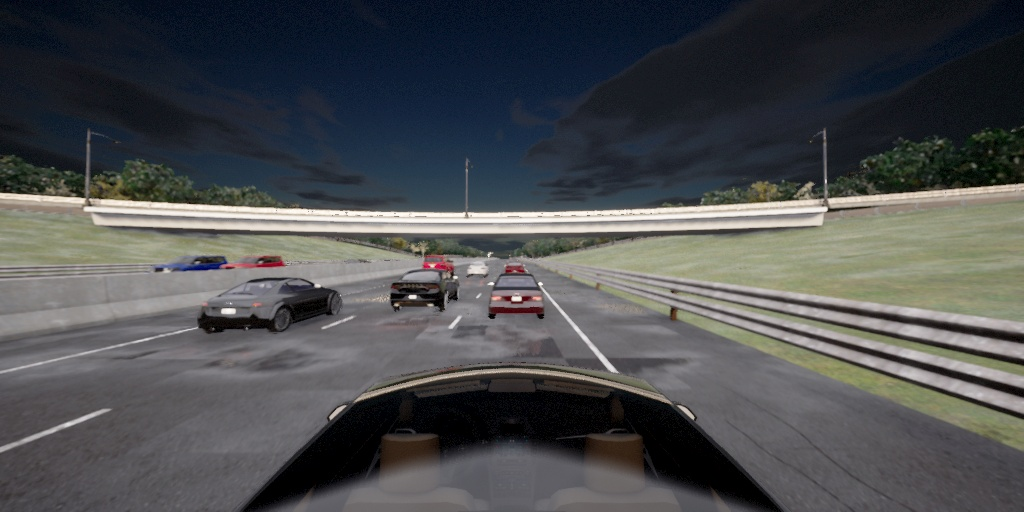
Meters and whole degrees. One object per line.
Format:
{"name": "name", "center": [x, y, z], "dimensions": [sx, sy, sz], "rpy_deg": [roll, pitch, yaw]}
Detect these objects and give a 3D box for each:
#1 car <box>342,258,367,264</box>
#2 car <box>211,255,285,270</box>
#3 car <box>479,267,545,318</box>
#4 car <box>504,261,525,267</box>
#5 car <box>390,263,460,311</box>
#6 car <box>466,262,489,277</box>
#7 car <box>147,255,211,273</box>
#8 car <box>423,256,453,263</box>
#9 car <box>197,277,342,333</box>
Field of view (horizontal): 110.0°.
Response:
{"name": "car", "center": [-17.384, 1.105, 39.422], "dimensions": [2.097, 1.767, 4.553], "rpy_deg": [0, 0, 1]}
{"name": "car", "center": [-20.960, 0.963, 29.227], "dimensions": [2.150, 2.045, 5.566], "rpy_deg": [0, 0, 0]}
{"name": "car", "center": [0.151, 1.306, 13.011], "dimensions": [2.033, 1.411, 5.357], "rpy_deg": [0, 0, 0]}
{"name": "car", "center": [0.266, 1.252, 35.184], "dimensions": [1.882, 1.535, 5.008], "rpy_deg": [0, 0, 0]}
{"name": "car", "center": [-3.341, 1.232, 14.568], "dimensions": [1.882, 1.535, 5.008], "rpy_deg": [0, 0, 0]}
{"name": "car", "center": [-3.236, 1.295, 34.841], "dimensions": [1.812, 1.442, 4.674], "rpy_deg": [0, 0, 0]}
{"name": "car", "center": [-24.470, 0.956, 27.520], "dimensions": [2.150, 2.045, 5.566], "rpy_deg": [0, 0, 0]}
{"name": "car", "center": [-6.745, 0.985, 33.029], "dimensions": [2.150, 2.045, 5.566], "rpy_deg": [0, 0, 0]}
{"name": "car", "center": [-6.862, 1.311, 10.699], "dimensions": [1.994, 1.385, 4.181], "rpy_deg": [0, 0, 0]}
